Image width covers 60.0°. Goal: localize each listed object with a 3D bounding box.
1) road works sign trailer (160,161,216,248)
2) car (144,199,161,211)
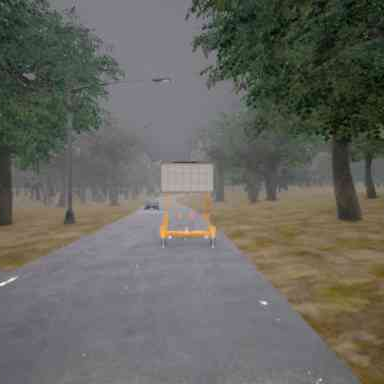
[{"bbox_3d":[-0.208,0.437,14.666,2.380,3.560,2.880,0,0,-2],"label":"road works sign trailer"},{"bbox_3d":[-4.851,1.519,40.899,2.033,1.411,5.357,0,0,-5],"label":"car"}]
